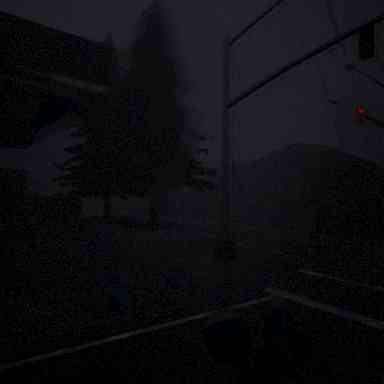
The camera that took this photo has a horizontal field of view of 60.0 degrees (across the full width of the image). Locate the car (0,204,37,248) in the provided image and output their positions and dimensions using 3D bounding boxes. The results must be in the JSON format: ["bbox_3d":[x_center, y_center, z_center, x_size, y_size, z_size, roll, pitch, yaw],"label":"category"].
[{"bbox_3d":[-8.523,1.531,15.415,1.905,1.878,3.866,1,0,-36],"label":"car"}]
